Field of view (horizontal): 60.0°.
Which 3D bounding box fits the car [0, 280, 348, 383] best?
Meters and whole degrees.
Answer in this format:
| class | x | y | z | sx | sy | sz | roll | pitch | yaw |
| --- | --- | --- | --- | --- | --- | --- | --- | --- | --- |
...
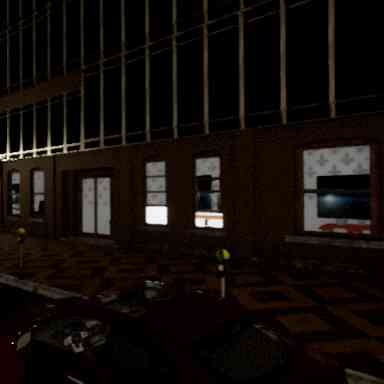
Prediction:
| class | x | y | z | sx | sy | sz | roll | pitch | yaw |
| --- | --- | --- | --- | --- | --- | --- | --- | --- | --- |
| car | -0.643 | 1.603 | 3.336 | 4.206 | 1.307 | 1.802 | -1 | 0 | 36 |
